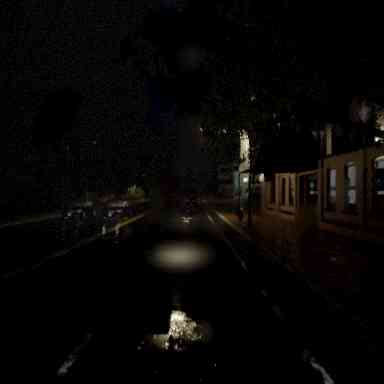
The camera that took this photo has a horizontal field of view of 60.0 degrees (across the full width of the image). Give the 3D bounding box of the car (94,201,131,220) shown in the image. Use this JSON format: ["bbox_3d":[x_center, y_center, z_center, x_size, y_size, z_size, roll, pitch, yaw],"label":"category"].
[{"bbox_3d":[-6.548,1.536,29.076,2.128,1.511,4.902,0,0,0],"label":"car"}]

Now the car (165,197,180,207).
[{"bbox_3d":[-3.306,1.620,52.958,2.033,1.411,5.357,0,0,0],"label":"car"}]

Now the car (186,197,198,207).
[{"bbox_3d":[-0.056,1.576,52.962,1.837,1.490,4.892,0,0,0],"label":"car"}]

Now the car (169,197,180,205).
[{"bbox_3d":[-3.316,1.611,63.377,1.812,1.442,4.674,0,0,0],"label":"car"}]

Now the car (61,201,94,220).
[{"bbox_3d":[-9.798,1.537,29.072,2.128,1.511,4.902,0,0,0],"label":"car"}]

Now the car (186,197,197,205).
[{"bbox_3d":[-0.066,1.648,63.380,1.994,1.385,4.181,0,0,0],"label":"car"}]
